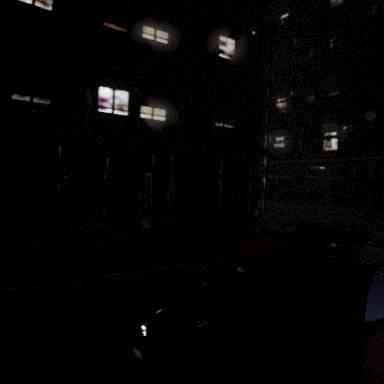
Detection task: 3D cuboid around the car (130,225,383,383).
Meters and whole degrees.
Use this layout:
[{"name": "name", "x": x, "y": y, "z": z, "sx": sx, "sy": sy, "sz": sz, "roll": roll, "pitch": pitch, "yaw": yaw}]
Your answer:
[{"name": "car", "x": 1.992, "y": 1.432, "z": 4.387, "sx": 5.357, "sy": 1.411, "sz": 2.033, "roll": 0, "pitch": 2, "yaw": -33}]

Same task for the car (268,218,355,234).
[{"name": "car", "x": 2.889, "y": 1.334, "z": 7.869, "sx": 4.507, "sy": 1.381, "sz": 1.887, "roll": 0, "pitch": 3, "yaw": -33}]
